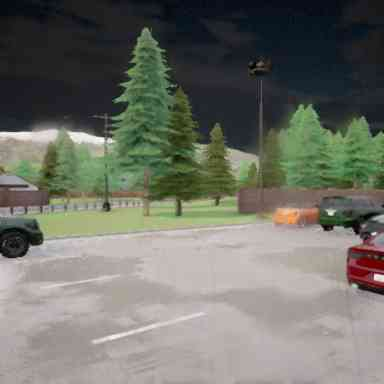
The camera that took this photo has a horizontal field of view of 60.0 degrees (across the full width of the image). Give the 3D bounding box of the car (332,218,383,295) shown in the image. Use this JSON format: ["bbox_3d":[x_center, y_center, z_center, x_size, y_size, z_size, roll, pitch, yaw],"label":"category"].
[{"bbox_3d":[5.602,1.483,7.747,5.008,1.535,1.882,0,0,-35],"label":"car"}]

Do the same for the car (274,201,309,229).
[{"bbox_3d":[7.550,1.364,22.031,4.553,1.767,2.097,0,0,-35],"label":"car"}]

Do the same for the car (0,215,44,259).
[{"bbox_3d":[-7.968,1.220,10.960,5.566,2.045,2.150,0,0,-36],"label":"car"}]

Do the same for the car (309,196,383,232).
[{"bbox_3d":[9.517,1.233,19.134,5.566,2.045,2.150,0,0,-35],"label":"car"}]

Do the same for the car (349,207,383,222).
[{"bbox_3d":[9.135,1.536,14.578,4.674,1.442,1.812,0,0,-36],"label":"car"}]
